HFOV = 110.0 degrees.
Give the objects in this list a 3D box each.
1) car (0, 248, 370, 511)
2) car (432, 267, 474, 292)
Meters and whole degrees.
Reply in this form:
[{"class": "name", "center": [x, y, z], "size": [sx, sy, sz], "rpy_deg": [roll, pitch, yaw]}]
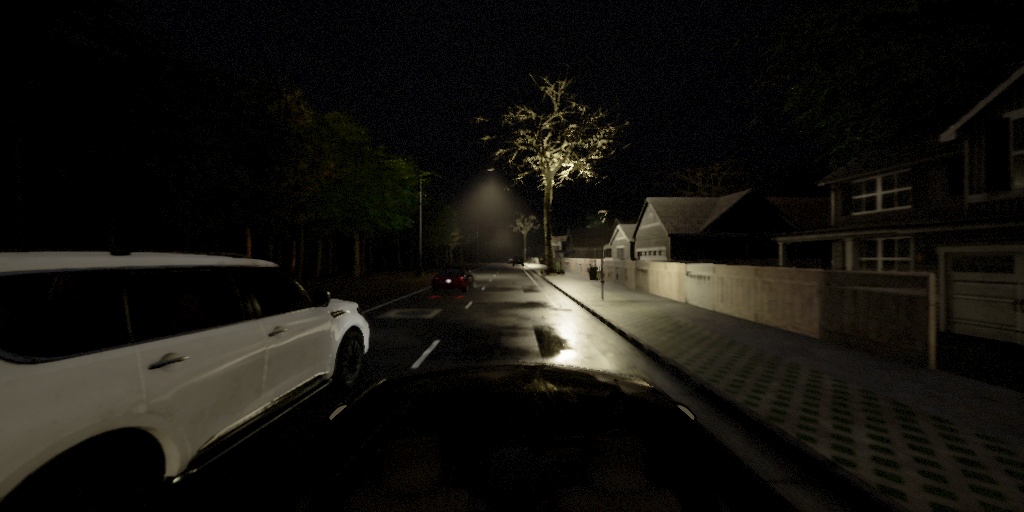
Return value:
[{"class": "car", "center": [-3.398, 0.971, 3.517], "size": [2.150, 2.045, 5.566], "rpy_deg": [0, 0, 0]}, {"class": "car", "center": [-3.407, 1.317, 21.262], "size": [1.994, 1.385, 4.181], "rpy_deg": [0, 0, 0]}]
